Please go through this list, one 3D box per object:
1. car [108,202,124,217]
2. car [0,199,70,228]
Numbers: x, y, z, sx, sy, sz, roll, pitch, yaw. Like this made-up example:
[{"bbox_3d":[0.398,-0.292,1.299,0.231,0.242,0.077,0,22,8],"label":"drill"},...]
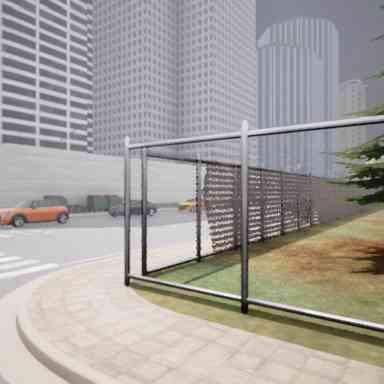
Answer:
[{"bbox_3d":[-5.186,1.434,29.447,1.837,1.490,4.892,0,0,36],"label":"car"},{"bbox_3d":[-10.522,1.282,21.938,2.097,1.767,4.553,0,0,35],"label":"car"}]
